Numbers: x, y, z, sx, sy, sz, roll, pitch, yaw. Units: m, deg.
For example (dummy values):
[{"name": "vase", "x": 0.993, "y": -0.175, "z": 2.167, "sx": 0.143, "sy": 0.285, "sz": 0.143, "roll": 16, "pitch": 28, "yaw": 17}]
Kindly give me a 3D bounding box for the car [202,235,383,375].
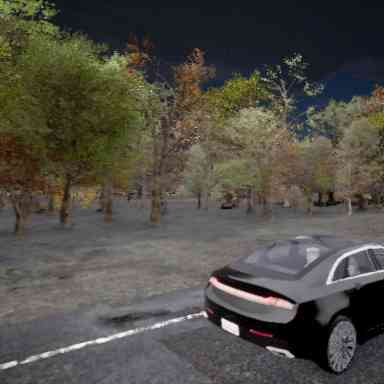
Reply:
[{"name": "car", "x": 2.456, "y": 1.495, "z": 5.621, "sx": 4.902, "sy": 1.511, "sz": 2.128, "roll": 0, "pitch": 0, "yaw": -36}]
